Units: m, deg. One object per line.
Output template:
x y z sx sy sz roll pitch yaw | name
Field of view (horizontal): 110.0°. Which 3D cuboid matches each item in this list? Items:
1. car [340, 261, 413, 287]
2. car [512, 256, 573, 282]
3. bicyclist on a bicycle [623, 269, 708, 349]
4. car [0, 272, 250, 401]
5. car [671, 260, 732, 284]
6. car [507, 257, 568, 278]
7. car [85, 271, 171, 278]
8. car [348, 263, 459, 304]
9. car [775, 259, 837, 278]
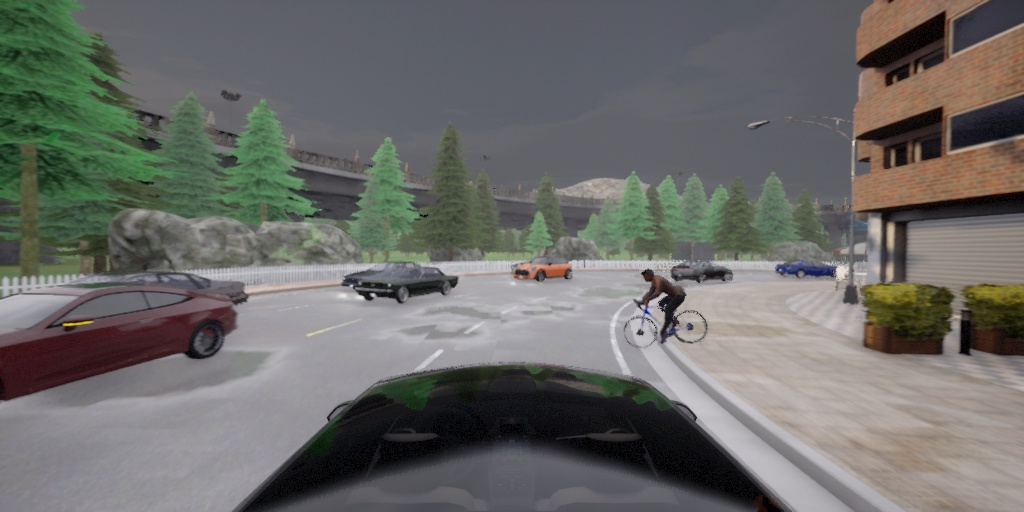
-6.302 0.996 19.193 2.033 1.411 5.357 1 1 28 | car
2.189 0.802 24.887 4.553 1.767 2.097 0 1 -44 | car
3.052 1.056 7.333 1.656 1.620 0.582 -9 -1 11 | bicyclist on a bicycle
-6.588 1.163 5.397 1.812 1.442 4.674 1 1 6 | car
12.928 1.051 24.340 4.902 1.511 2.128 0 1 -30 | car
2.149 0.875 29.634 4.902 1.511 2.128 0 1 -40 | car
-9.658 1.104 9.125 2.033 1.411 5.357 1 1 10 | car
-4.271 1.123 15.296 1.895 1.301 4.718 1 1 24 | car
25.328 1.066 30.669 5.008 1.535 1.882 1 1 -3 | car
